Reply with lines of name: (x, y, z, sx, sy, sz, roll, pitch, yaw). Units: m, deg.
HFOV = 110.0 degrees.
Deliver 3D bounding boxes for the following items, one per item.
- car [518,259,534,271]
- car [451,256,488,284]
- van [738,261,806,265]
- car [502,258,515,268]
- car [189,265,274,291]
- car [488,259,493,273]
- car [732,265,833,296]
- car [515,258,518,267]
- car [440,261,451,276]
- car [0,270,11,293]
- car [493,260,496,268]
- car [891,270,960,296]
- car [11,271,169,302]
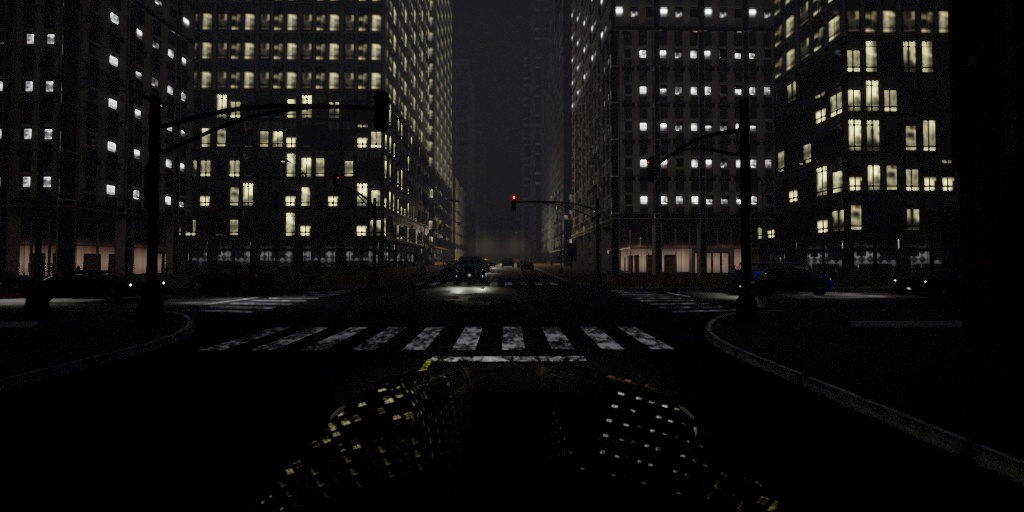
car: (2.056, 1.349, 48.362, 1.802, 1.307, 4.207, 0, 0, -1)
car: (-3.165, 0.981, 27.578, 2.150, 2.045, 5.566, 0, 0, -5)
van: (15.710, 1.210, 21.824, 3.998, 1.789, 1.690, 0, 0, -1)
car: (-0.745, 1.125, 63.985, 2.097, 1.767, 4.553, 0, 0, -1)
car: (-16.761, 1.255, 21.454, 4.097, 1.591, 1.967, 0, 0, -1)
car: (-3.683, 1.272, 44.682, 1.837, 1.490, 4.892, 0, 0, -1)
car: (14.519, 1.342, 19.228, 4.674, 1.442, 1.812, 0, -1, -2)
car: (1.902, 1.297, 59.687, 1.751, 1.417, 4.829, 0, 0, -1)
car: (-6.171, 1.202, 37.036, 1.967, 1.591, 4.097, 0, 0, -1)
car: (-29.190, 1.238, 18.734, 4.902, 1.511, 2.128, 0, -1, -1)
car: (-3.886, 1.374, 63.516, 1.895, 1.301, 4.718, 0, 0, 0)
car: (23.562, 1.434, 19.334, 4.718, 1.301, 1.895, 0, -1, -1)
car: (-18.068, 1.300, 15.661, 4.718, 1.301, 1.895, 0, -1, -1)
